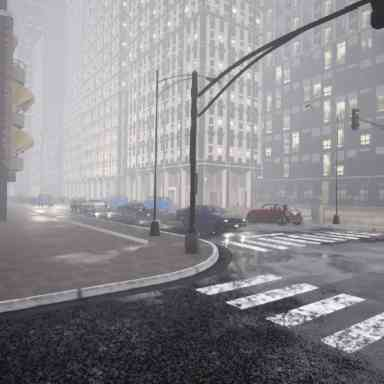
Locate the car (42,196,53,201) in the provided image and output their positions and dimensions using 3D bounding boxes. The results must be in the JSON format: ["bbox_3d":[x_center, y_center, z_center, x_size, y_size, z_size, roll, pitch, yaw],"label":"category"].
[{"bbox_3d":[-36.528,1.571,83.898,1.802,1.307,4.206,1,-1,-35],"label":"car"}]

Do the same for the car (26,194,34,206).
[{"bbox_3d":[-23.843,1.432,51.373,1.802,1.307,4.206,1,-1,-35],"label":"car"}]

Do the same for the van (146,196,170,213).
[{"bbox_3d":[-3.970,1.382,37.739,1.690,1.788,3.998,1,-1,-35],"label":"van"}]

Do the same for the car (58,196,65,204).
[{"bbox_3d":[-24.083,1.434,61.759,1.882,1.535,5.008,1,-1,-35],"label":"car"}]

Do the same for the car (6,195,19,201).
[{"bbox_3d":[-40.118,1.378,74.454,2.008,1.369,4.403,1,-1,-35],"label":"car"}]

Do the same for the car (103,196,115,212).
[{"bbox_3d":[-10.720,1.448,37.274,1.812,1.442,4.674,1,-1,-35],"label":"car"}]

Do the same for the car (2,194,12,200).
[{"bbox_3d":[-46.534,1.365,83.550,1.752,1.417,4.829,1,-1,-35],"label":"car"}]

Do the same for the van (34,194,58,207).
[{"bbox_3d":[-20.584,1.197,46.759,1.690,1.788,3.998,1,-1,-35],"label":"van"}]

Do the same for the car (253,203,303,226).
[{"bbox_3d":[5.794,1.505,23.889,1.967,1.590,4.097,1,-1,-35],"label":"car"}]

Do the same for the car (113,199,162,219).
[{"bbox_3d":[-4.793,1.537,28.856,1.895,1.301,4.718,1,-1,-35],"label":"car"}]

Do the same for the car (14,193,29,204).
[{"bbox_3d":[-30.349,1.155,60.608,2.192,1.841,5.009,1,-1,-35],"label":"car"}]

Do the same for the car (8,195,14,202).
[{"bbox_3d":[-36.864,1.397,69.838,1.947,1.339,4.313,1,-1,-35],"label":"car"}]

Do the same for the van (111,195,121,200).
[{"bbox_3d":[-10.480,1.368,46.972,1.690,1.788,3.998,1,-1,-35],"label":"van"}]

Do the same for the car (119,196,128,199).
[{"bbox_3d":[-7.229,1.584,42.353,2.008,1.369,4.403,1,-1,-35],"label":"car"}]

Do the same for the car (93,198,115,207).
[{"bbox_3d":[-13.740,1.587,51.585,1.947,1.339,4.313,1,-1,-35],"label":"car"}]

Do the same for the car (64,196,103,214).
[{"bbox_3d":[-10.821,1.427,32.908,2.008,1.369,4.403,1,-1,-35],"label":"car"}]

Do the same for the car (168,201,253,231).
[{"bbox_3d":[0.954,1.498,20.709,2.033,1.411,5.357,1,-1,-36],"label":"car"}]
